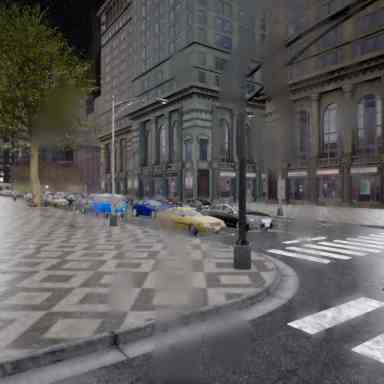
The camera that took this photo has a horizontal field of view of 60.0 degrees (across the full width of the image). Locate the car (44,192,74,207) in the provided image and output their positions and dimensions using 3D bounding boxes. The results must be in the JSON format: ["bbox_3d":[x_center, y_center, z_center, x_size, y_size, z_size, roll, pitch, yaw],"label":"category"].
[{"bbox_3d":[-16.382,1.052,40.753,1.752,1.417,4.829,1,0,-35],"label":"car"}]

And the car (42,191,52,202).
[{"bbox_3d":[-19.720,0.993,45.480,2.008,1.369,4.403,1,0,-35],"label":"car"}]

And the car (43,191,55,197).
[{"bbox_3d":[-35.445,0.473,82.518,1.802,1.307,4.206,1,0,-35],"label":"car"}]

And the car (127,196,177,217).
[{"bbox_3d":[-3.057,1.258,26.485,1.882,1.535,5.008,0,1,-35],"label":"car"}]

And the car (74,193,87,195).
[{"bbox_3d":[-14.843,1.014,43.251,1.837,1.490,4.892,0,1,-35],"label":"car"}]

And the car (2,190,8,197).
[{"bbox_3d":[-42.404,0.331,77.597,1.967,1.590,4.097,1,0,-35],"label":"car"}]

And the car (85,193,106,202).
[{"bbox_3d":[-16.001,0.911,54.991,2.008,1.369,4.403,1,0,-35],"label":"car"}]

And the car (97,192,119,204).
[{"bbox_3d":[-12.759,0.881,50.403,1.967,1.590,4.097,1,0,-35],"label":"car"}]

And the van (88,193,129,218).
[{"bbox_3d":[-6.755,1.091,27.122,1.690,1.788,3.998,1,0,-35],"label":"van"}]

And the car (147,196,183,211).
[{"bbox_3d":[-3.037,1.224,36.636,1.887,1.381,4.507,1,0,-35],"label":"car"}]

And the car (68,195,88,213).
[{"bbox_3d":[-9.997,1.231,31.711,2.008,1.369,4.403,1,0,-35],"label":"car"}]

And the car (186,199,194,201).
[{"bbox_3d":[0.202,1.315,32.048,1.947,1.339,4.313,1,0,-35],"label":"car"}]

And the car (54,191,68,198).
[{"bbox_3d":[-28.963,0.588,73.342,1.887,1.381,4.507,1,0,-35],"label":"car"}]

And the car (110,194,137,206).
[{"bbox_3d":[-9.520,1.074,45.815,2.008,1.369,4.403,1,0,-35],"label":"car"}]

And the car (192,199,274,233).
[{"bbox_3d":[2.385,1.371,18.789,2.128,1.511,4.902,0,1,-36],"label":"car"}]

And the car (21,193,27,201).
[{"bbox_3d":[-26.202,0.831,54.656,2.008,1.369,4.403,1,0,-35],"label":"car"}]

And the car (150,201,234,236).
[{"bbox_3d":[-0.176,1.398,17.802,1.752,1.417,4.829,1,0,-35],"label":"car"}]

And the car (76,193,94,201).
[{"bbox_3d":[-19.242,0.862,59.579,1.802,1.307,4.206,1,0,-35],"label":"car"}]

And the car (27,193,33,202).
[{"bbox_3d":[-22.961,0.911,50.068,2.008,1.369,4.403,1,0,-35],"label":"car"}]

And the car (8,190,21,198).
[{"bbox_3d":[-35.922,0.484,68.420,1.967,1.590,4.097,1,0,-35],"label":"car"}]

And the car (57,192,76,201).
[{"bbox_3d":[-22.470,0.745,59.505,2.128,1.511,4.902,0,1,-35],"label":"car"}]

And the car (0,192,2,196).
[{"bbox_3d":[-45.645,0.255,82.186,1.967,1.590,4.097,1,0,-35],"label":"car"}]
